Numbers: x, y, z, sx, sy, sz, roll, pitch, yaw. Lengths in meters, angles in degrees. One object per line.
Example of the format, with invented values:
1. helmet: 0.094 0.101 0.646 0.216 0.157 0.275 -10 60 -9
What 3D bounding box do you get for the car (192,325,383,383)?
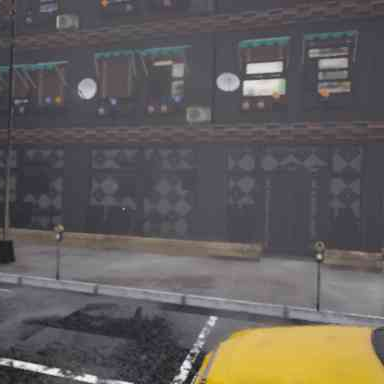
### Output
1. car: 2.599 1.565 2.353 5.366 1.575 1.801 2 0 15
